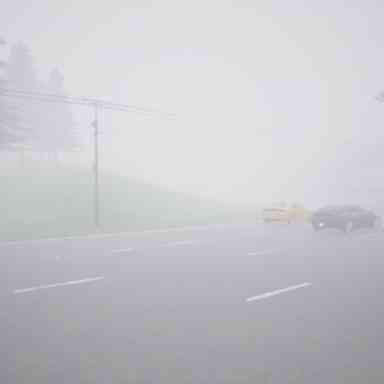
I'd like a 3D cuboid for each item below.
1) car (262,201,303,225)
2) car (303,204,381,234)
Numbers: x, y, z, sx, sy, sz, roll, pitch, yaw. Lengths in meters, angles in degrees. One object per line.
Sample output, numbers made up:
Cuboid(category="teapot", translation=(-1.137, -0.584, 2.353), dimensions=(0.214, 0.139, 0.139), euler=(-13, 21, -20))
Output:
Cuboid(category="car", translation=(6.788, 1.375, 23.339), dimensions=(1.882, 1.535, 5.008), euler=(0, 1, 42))
Cuboid(category="car", translation=(8.601, 1.409, 18.476), dimensions=(4.892, 1.490, 1.837), euler=(0, 0, -35))
